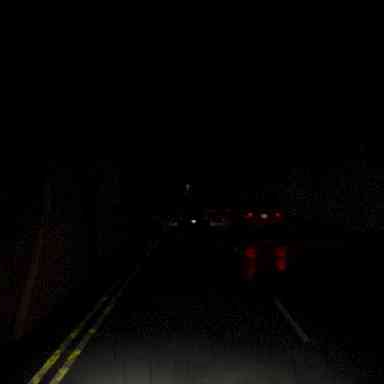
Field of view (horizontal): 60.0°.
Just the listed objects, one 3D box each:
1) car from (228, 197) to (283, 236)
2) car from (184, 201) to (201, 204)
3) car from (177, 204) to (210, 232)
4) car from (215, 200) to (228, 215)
[{"bbox_3d":[3.598,1.305,19.175,2.150,2.045,5.566,0,0,0],"label":"car"},{"bbox_3d":[0.084,1.689,37.476,1.812,1.442,4.674,0,0,0],"label":"car"},{"bbox_3d":[0.099,1.655,20.922,1.994,1.385,4.181,0,0,0],"label":"car"},{"bbox_3d":[3.598,1.650,36.357,2.128,1.511,4.902,0,0,0],"label":"car"}]
